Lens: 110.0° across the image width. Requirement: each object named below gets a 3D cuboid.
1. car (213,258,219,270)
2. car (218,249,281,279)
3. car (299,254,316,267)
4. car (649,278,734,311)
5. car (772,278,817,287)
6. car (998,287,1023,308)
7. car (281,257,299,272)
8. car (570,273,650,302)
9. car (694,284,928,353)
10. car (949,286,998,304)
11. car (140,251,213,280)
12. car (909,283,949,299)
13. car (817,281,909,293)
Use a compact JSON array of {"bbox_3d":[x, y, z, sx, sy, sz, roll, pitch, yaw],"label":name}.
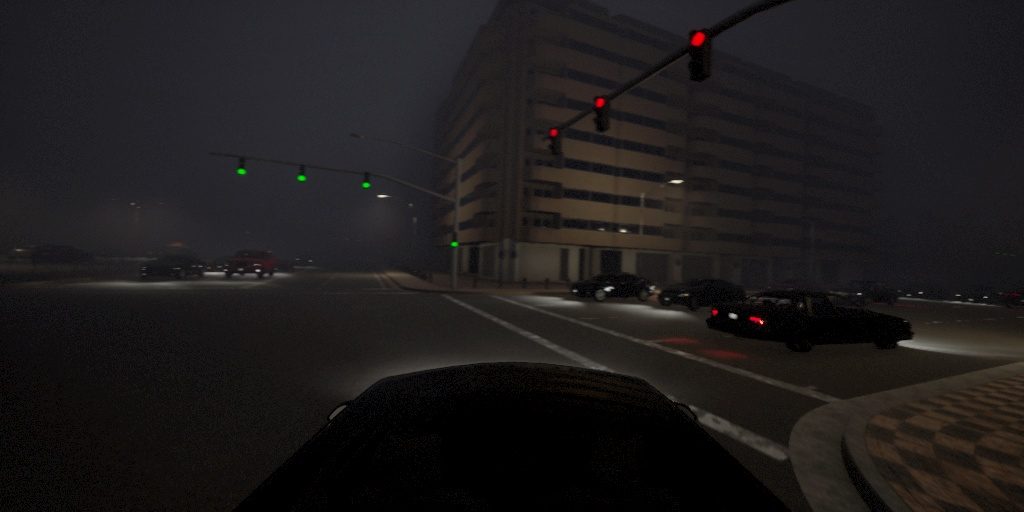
[{"bbox_3d":[-25.273,0.704,31.908,1.994,1.385,4.181,3,-1,-23],"label":"car"},{"bbox_3d":[-19.290,0.533,26.674,2.150,2.045,5.566,3,-1,-23],"label":"car"},{"bbox_3d":[-29.491,0.562,51.334,2.097,1.767,4.553,3,-1,-22],"label":"car"},{"bbox_3d":[9.300,1.795,17.452,4.674,1.442,1.812,3,-1,-23],"label":"car"},{"bbox_3d":[20.607,2.342,25.873,4.674,1.442,1.812,3,-1,-22],"label":"car"},{"bbox_3d":[35.750,2.871,24.313,5.008,1.535,1.882,2,-1,-21],"label":"car"},{"bbox_3d":[-23.114,0.874,35.844,1.895,1.301,4.718,3,-1,-22],"label":"car"},{"bbox_3d":[5.519,1.650,19.653,4.892,1.490,1.837,2,-1,-23],"label":"car"},{"bbox_3d":[8.009,1.671,9.727,5.357,1.411,2.033,2,-1,-15],"label":"car"},{"bbox_3d":[38.833,3.192,29.397,5.357,1.411,2.033,3,-1,-22],"label":"car"},{"bbox_3d":[-21.608,0.655,23.110,1.882,1.535,5.008,3,-1,-22],"label":"car"},{"bbox_3d":[37.516,3.179,32.640,5.357,1.411,2.033,3,-1,-22],"label":"car"},{"bbox_3d":[22.297,2.336,22.781,4.902,1.511,2.128,2,-1,-22],"label":"car"}]
